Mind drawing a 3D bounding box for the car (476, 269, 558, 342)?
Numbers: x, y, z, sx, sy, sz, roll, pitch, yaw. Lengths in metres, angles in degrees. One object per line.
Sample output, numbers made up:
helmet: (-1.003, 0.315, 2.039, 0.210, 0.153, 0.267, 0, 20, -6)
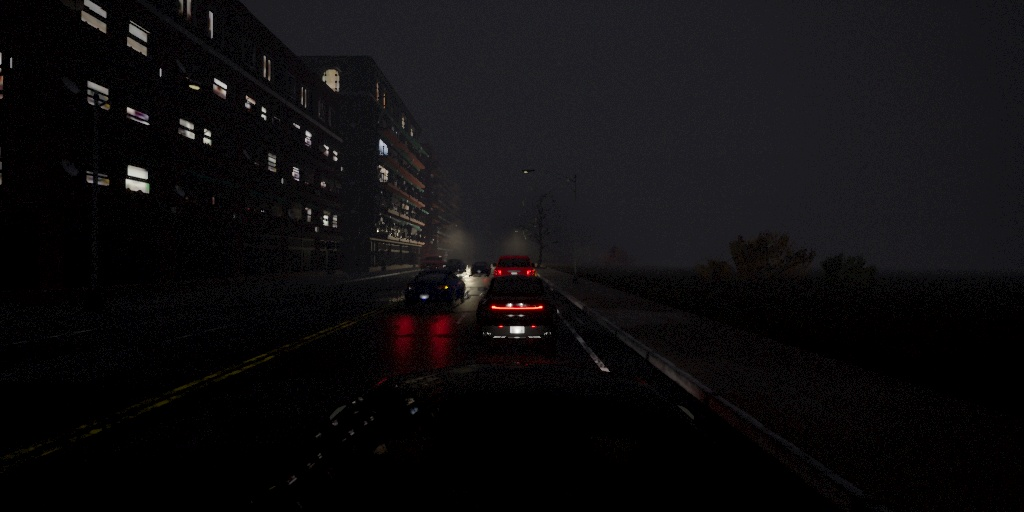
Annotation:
car: (0.107, 1.256, 9.727, 1.837, 1.490, 4.892, 0, 0, 0)

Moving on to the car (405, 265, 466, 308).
car: (-3.142, 1.278, 15.172, 1.812, 1.442, 4.674, 0, 0, 0)

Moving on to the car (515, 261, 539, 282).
car: (1.157, 1.209, 30.482, 1.801, 1.575, 5.366, 0, 0, 0)

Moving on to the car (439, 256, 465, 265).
car: (-6.574, 1.106, 40.901, 2.097, 1.767, 4.553, 0, 0, 0)

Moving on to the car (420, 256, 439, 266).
car: (-9.821, 0.975, 44.733, 2.150, 2.045, 5.566, 0, 0, 0)

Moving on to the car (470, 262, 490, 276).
car: (-3.128, 1.279, 36.542, 1.812, 1.442, 4.674, 0, 0, 0)

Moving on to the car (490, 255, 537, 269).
car: (0.112, 0.975, 20.074, 2.150, 2.045, 5.566, 0, 0, 0)
